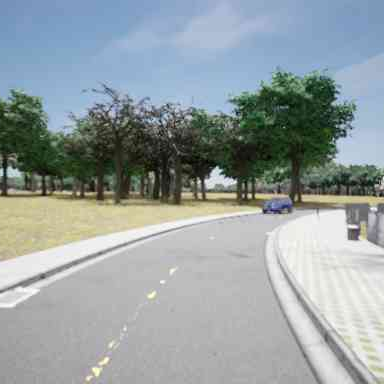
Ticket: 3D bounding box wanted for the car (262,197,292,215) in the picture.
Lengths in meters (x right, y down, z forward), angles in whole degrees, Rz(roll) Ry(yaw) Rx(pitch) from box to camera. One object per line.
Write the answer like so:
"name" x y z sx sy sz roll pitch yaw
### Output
"car" 10.515 1.629 40.824 2.150 2.045 5.566 -1 -1 36
